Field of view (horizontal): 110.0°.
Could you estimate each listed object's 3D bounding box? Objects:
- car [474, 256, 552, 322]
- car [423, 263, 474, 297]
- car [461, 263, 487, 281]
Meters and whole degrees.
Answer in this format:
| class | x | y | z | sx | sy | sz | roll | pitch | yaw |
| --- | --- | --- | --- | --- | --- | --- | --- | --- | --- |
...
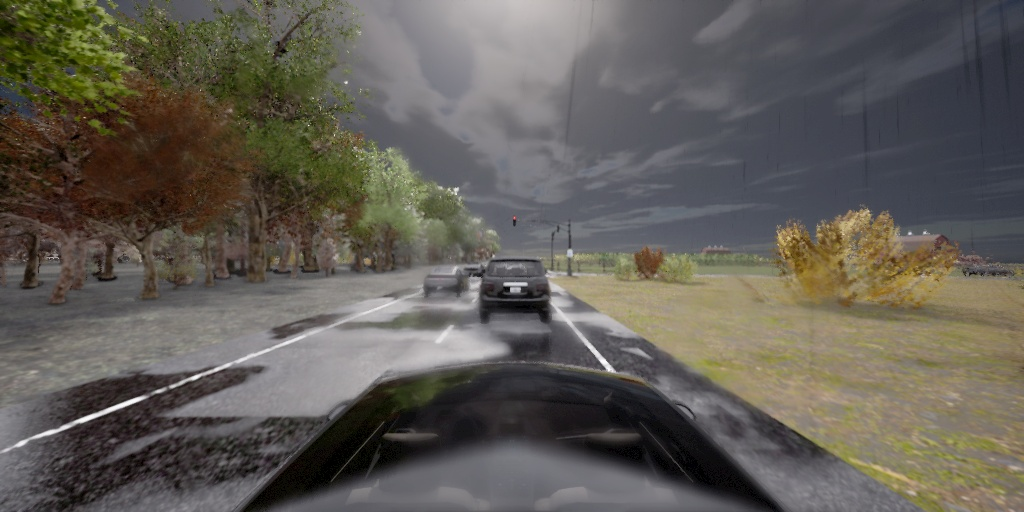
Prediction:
| class | x | y | z | sx | sy | sz | roll | pitch | yaw |
| --- | --- | --- | --- | --- | --- | --- | --- | --- | --- |
| car | 0.100 | 1.023 | 12.563 | 2.150 | 2.045 | 5.566 | 0 | 0 | 0 |
| car | -3.399 | 1.319 | 19.291 | 2.128 | 1.511 | 4.902 | 0 | 0 | 0 |
| car | -3.397 | 1.395 | 33.011 | 1.837 | 1.490 | 4.892 | 0 | 0 | 0 |
